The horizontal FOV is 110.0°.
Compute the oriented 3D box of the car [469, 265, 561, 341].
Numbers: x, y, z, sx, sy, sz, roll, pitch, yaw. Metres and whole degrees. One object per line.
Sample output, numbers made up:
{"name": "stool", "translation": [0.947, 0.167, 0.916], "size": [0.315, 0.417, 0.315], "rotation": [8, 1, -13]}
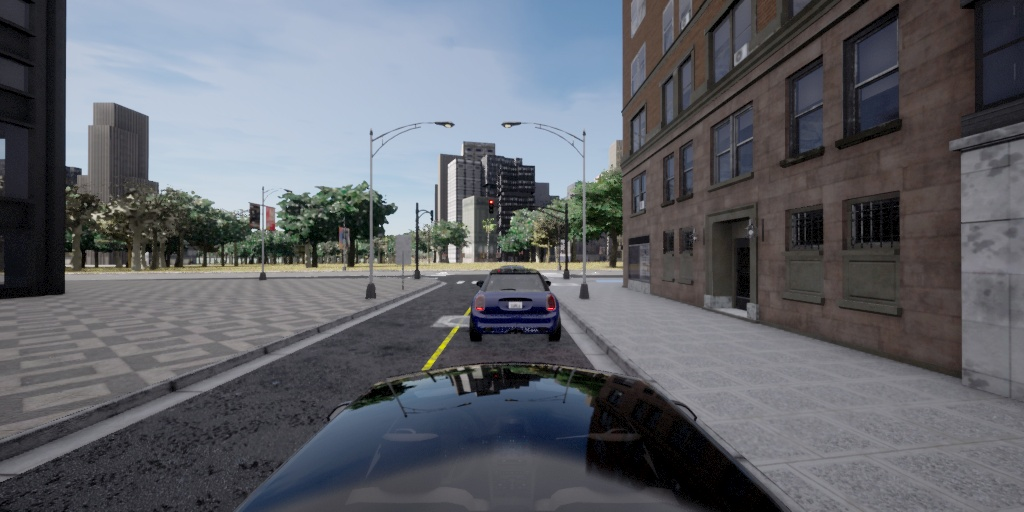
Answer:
{"name": "car", "translation": [0.057, 1.103, 10.018], "size": [2.097, 1.767, 4.553], "rotation": [0, 0, -1]}
